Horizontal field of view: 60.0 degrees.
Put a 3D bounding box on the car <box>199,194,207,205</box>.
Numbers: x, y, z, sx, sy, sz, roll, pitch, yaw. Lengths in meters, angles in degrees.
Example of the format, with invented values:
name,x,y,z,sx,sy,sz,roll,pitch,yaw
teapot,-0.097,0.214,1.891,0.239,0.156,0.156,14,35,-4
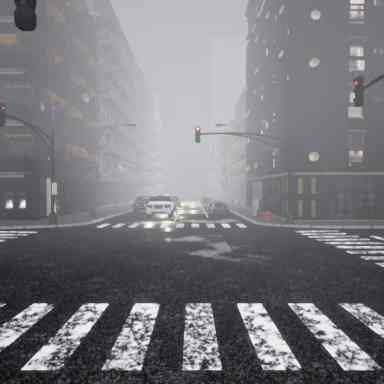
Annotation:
name,x,y,z,sx,sy,sz,roll,pitch,yaw
car,2.646,1.523,59.032,1.887,1.381,4.507,-1,0,0

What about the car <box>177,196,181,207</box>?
name,x,y,z,sx,sy,sz,roll,pitch,yaw
car,-2.786,1.478,40.286,2.128,1.511,4.902,0,0,0

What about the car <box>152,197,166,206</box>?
name,x,y,z,sx,sy,sz,roll,pitch,yaw
car,-5.242,1.563,53.559,1.802,1.307,4.206,-1,0,0

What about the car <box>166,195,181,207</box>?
name,x,y,z,sx,sy,sz,roll,pitch,yaw
car,-2.760,1.334,50.348,2.097,1.767,4.553,0,0,0

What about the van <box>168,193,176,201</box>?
name,x,y,z,sx,sy,sz,roll,pitch,yaw
van,-5.193,1.302,86.782,1.690,1.788,3.998,-1,0,0

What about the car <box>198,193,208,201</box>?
name,x,y,z,sx,sy,sz,roll,pitch,yaw
car,2.678,1.280,81.189,2.192,1.841,5.009,-1,0,0

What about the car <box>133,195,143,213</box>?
name,x,y,z,sx,sy,sz,roll,pitch,yaw
car,-5.271,1.303,36.947,2.192,1.841,5.009,-1,0,0

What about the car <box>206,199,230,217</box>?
name,x,y,z,sx,sy,sz,roll,pitch,yaw
car,2.604,1.572,31.336,1.802,1.307,4.206,-1,0,0

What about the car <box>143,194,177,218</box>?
name,x,y,z,sx,sy,sz,roll,pitch,yaw
car,-2.808,1.212,30.336,2.150,2.045,5.566,0,0,0

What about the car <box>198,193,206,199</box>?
name,x,y,z,sx,sy,sz,roll,pitch,yaw
car,2.673,1.551,75.650,1.802,1.307,4.206,-1,0,0

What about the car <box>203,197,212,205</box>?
name,x,y,z,sx,sy,sz,roll,pitch,yaw
car,2.612,1.539,36.875,2.008,1.369,4.403,-1,0,0

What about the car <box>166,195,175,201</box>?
name,x,y,z,sx,sy,sz,roll,pitch,yaw
car,-5.200,1.491,81.074,1.752,1.417,4.829,-1,0,0

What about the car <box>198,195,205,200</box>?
name,x,y,z,sx,sy,sz,roll,pitch,yaw
car,2.699,1.539,92.267,1.802,1.307,4.206,-1,0,0

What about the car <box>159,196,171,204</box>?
name,x,y,z,sx,sy,sz,roll,pitch,yaw
car,-5.225,1.557,64.633,1.802,1.307,4.206,-1,0,0
